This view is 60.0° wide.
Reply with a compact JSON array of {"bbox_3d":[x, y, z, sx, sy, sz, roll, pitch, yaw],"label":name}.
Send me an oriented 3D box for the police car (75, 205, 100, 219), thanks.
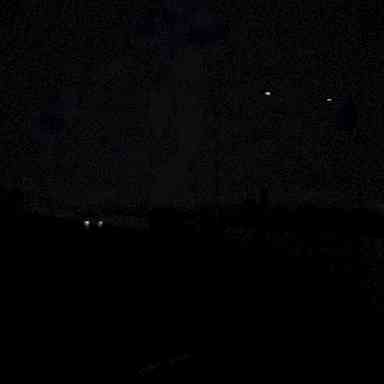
[{"bbox_3d":[-13.042,2.469,41.482,1.930,1.638,5.238,-2,0,-35],"label":"police car"}]
